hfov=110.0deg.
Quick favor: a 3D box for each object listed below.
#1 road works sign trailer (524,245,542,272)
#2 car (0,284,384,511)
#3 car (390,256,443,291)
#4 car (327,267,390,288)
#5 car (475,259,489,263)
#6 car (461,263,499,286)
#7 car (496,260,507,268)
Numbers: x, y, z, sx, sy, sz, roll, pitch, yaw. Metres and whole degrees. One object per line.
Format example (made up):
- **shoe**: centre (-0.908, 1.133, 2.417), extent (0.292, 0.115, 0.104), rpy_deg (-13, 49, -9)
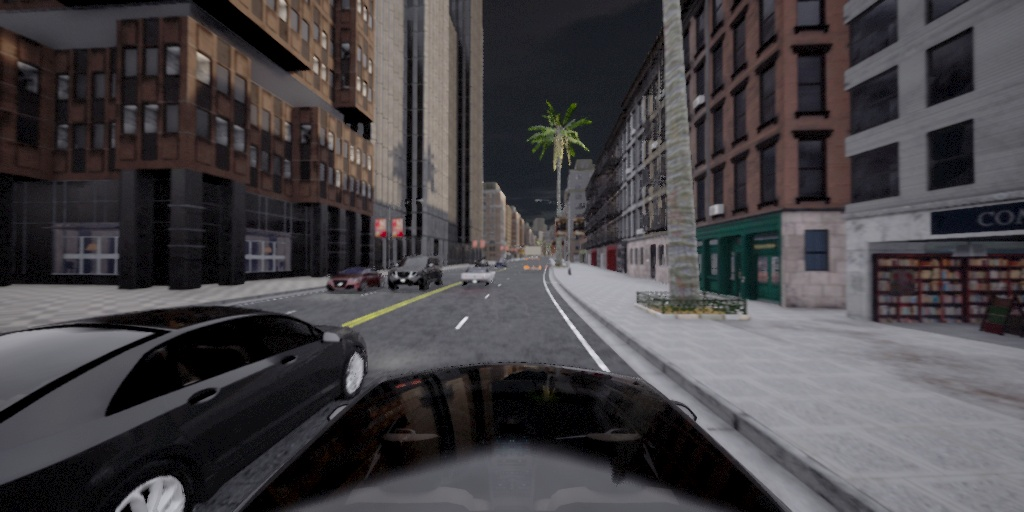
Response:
- **road works sign trailer**: centre (2.836, 0.324, 48.844), extent (2.380, 3.560, 2.880), rpy_deg (0, 0, 6)
- **car**: centre (-3.112, 1.255, 3.559), extent (1.837, 1.490, 4.892), rpy_deg (0, 0, 0)
- **car**: centre (-5.979, 1.022, 22.892), extent (2.150, 2.045, 5.566), rpy_deg (0, 0, 3)
- **car**: centre (-9.293, 1.357, 21.582), extent (1.994, 1.385, 4.181), rpy_deg (0, 0, 3)
- **car**: centre (-5.395, 1.356, 64.014), extent (1.882, 1.535, 5.008), rpy_deg (0, 0, 6)
- **car**: centre (-2.345, 1.413, 26.006), extent (1.895, 1.301, 4.718), rpy_deg (0, 0, 4)
- **car**: centre (-1.988, 1.430, 65.241), extent (2.033, 1.411, 5.357), rpy_deg (0, 0, 6)
